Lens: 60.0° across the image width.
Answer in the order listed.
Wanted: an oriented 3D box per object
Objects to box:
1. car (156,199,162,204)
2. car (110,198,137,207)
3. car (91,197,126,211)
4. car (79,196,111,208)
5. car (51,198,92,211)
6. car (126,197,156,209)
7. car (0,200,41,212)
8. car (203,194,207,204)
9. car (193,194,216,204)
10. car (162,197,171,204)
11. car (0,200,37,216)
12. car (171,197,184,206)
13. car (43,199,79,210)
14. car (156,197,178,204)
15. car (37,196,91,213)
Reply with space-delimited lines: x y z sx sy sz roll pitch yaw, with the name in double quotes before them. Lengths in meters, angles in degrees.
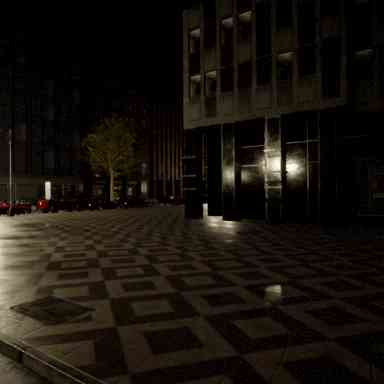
"car" -8.012 1.541 58.455 1.752 1.417 4.829 -1 0 35
"car" -11.127 1.609 53.960 1.802 1.307 4.206 -1 0 35
"car" -10.547 1.522 39.831 1.947 1.339 4.313 -1 0 35
"car" -14.341 1.480 49.325 1.967 1.590 4.097 -1 0 35
"car" -15.450 1.529 42.883 1.837 1.490 4.892 -1 0 35
"car" -7.336 1.506 44.465 1.947 1.339 4.313 -1 0 35
"car" -20.763 1.638 40.055 1.947 1.339 4.313 -1 0 35
"car" 2.298 1.219 58.371 2.192 1.841 5.009 -1 0 35
"car" 2.382 1.280 63.018 2.097 1.767 4.553 -1 0 35
"car" -3.290 1.576 60.255 1.895 1.301 4.718 -1 0 35
"car" -16.970 1.573 30.562 1.802 1.307 4.206 -1 0 35
"car" -0.913 1.459 53.735 1.887 1.381 4.507 -1 0 35
"car" -17.551 1.638 44.690 1.802 1.307 4.206 -1 0 35
"car" -4.703 1.570 63.231 1.947 1.339 4.313 -1 0 35
"car" -13.761 1.287 35.198 2.192 1.841 5.009 -1 0 35
